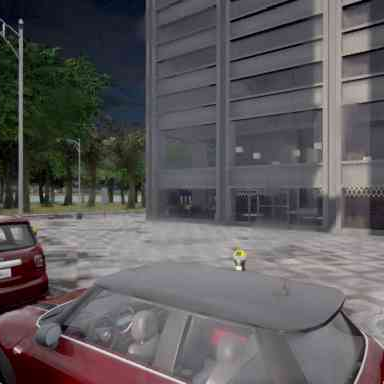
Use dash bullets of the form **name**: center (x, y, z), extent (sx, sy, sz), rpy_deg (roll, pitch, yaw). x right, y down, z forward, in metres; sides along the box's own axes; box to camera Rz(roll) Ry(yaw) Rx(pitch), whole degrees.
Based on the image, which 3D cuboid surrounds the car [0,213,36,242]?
- **car**: center (-4.800, 1.315, 6.382), extent (5.009, 1.841, 2.192), rpy_deg (0, 0, 35)

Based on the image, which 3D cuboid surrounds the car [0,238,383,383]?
- **car**: center (-0.371, 1.440, 3.227), extent (4.097, 1.590, 1.967), rpy_deg (0, 0, 35)
